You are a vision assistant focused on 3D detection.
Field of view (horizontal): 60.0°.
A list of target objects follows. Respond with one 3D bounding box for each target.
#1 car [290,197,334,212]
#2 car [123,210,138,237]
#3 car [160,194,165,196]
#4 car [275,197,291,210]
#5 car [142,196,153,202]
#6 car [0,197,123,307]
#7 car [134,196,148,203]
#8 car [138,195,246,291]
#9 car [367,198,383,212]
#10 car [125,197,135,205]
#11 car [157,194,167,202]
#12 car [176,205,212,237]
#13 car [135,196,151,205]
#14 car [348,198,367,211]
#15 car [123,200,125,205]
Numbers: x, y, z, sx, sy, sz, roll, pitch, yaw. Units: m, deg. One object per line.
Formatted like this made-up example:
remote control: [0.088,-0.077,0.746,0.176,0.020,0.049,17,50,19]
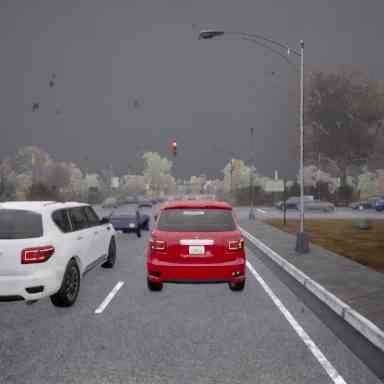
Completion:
car: [13.750,1.562,37.511,4.181,1.385,1.994,0,0,3]
car: [-3.412,1.600,17.860,1.895,1.301,4.718,0,0,0]
car: [-7.050,1.596,69.228,1.895,1.301,4.718,0,0,0]
car: [12.602,1.350,41.081,4.553,1.767,2.097,0,0,3]
car: [-10.558,1.591,79.100,1.895,1.301,4.718,0,0,0]
car: [-3.406,1.221,8.092,2.150,2.045,5.566,0,0,0]
car: [-10.550,1.522,68.652,2.128,1.511,4.902,0,0,0]
car: [0.091,1.221,9.153,2.150,2.045,5.566,0,0,0]
car: [23.085,1.210,37.008,5.566,2.045,2.150,0,0,3]
car: [-10.622,1.545,57.661,2.033,1.411,5.357,0,0,0]
car: [-7.058,1.351,79.152,2.097,1.767,4.553,0,0,0]
car: [0.087,1.525,18.847,1.812,1.442,4.674,0,0,0]
car: [-6.553,1.545,46.437,2.033,1.411,5.357,0,0,-8]
car: [21.732,1.497,40.588,4.892,1.490,1.837,0,0,3]
car: [-10.629,1.505,44.296,1.837,1.490,4.892,0,-1,0]
